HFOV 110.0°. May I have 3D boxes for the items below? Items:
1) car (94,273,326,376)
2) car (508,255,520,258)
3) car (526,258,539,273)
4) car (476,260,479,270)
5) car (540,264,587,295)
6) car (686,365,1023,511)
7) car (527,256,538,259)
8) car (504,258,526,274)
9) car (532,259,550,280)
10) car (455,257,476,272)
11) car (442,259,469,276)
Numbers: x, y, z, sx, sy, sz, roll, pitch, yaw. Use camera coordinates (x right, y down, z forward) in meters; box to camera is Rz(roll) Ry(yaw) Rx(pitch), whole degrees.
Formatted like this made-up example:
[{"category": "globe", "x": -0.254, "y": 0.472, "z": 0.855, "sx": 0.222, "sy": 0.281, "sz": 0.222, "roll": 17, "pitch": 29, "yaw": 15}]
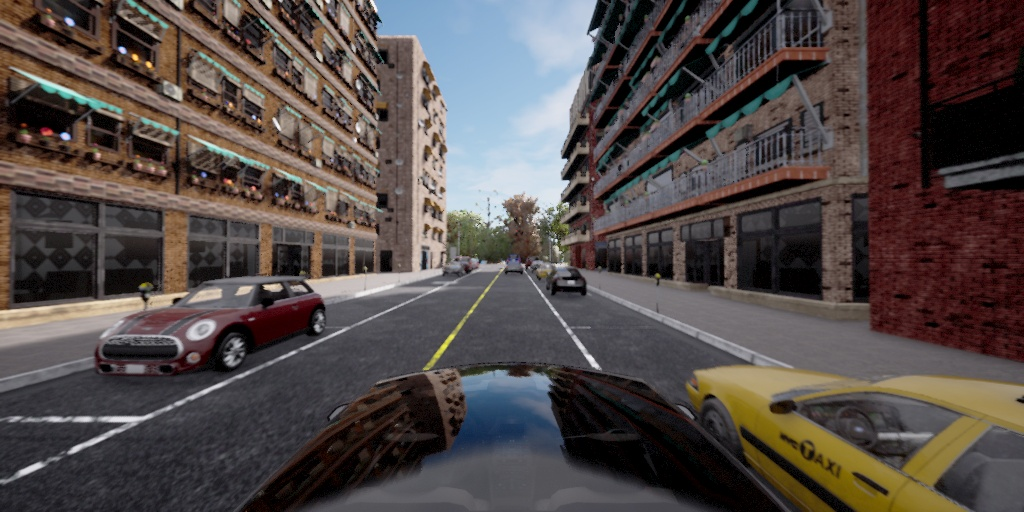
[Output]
[{"category": "car", "x": -5.695, "y": 1.178, "z": 7.414, "sx": 1.967, "sy": 1.591, "sz": 4.097, "roll": 0, "pitch": 0, "yaw": 0}, {"category": "car", "x": 0.237, "y": 0.876, "z": 54.396, "sx": 2.150, "sy": 2.045, "sz": 5.566, "roll": 0, "pitch": -1, "yaw": 0}, {"category": "car", "x": 2.930, "y": 1.234, "z": 40.768, "sx": 2.007, "sy": 1.370, "sz": 4.403, "roll": 0, "pitch": 0, "yaw": 0}, {"category": "car", "x": -5.704, "y": 1.238, "z": 46.392, "sx": 1.948, "sy": 1.339, "sz": 4.313, "roll": 0, "pitch": 0, "yaw": 0}, {"category": "car", "x": 2.807, "y": 1.285, "z": 19.137, "sx": 1.948, "sy": 1.339, "sz": 4.313, "roll": 0, "pitch": 0, "yaw": 0}, {"category": "car", "x": 2.699, "y": 1.276, "z": 1.962, "sx": 1.751, "sy": 1.417, "sz": 4.829, "roll": 0, "pitch": 0, "yaw": 0}, {"category": "car", "x": 2.959, "y": 0.980, "z": 51.903, "sx": 2.192, "sy": 1.841, "sz": 5.009, "roll": 0, "pitch": 0, "yaw": 0}, {"category": "car", "x": 0.196, "y": 1.249, "z": 38.982, "sx": 1.994, "sy": 1.385, "sz": 4.181, "roll": 0, "pitch": 0, "yaw": 0}, {"category": "car", "x": 2.900, "y": 1.227, "z": 29.801, "sx": 1.751, "sy": 1.417, "sz": 4.829, "roll": 0, "pitch": 0, "yaw": 0}, {"category": "car", "x": -5.718, "y": 0.996, "z": 40.823, "sx": 2.192, "sy": 1.841, "sz": 5.009, "roll": 0, "pitch": 0, "yaw": 0}, {"category": "car", "x": -5.733, "y": 1.241, "z": 35.255, "sx": 2.007, "sy": 1.370, "sz": 4.403, "roll": 0, "pitch": 0, "yaw": 0}]
